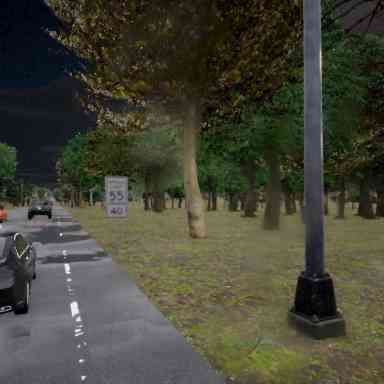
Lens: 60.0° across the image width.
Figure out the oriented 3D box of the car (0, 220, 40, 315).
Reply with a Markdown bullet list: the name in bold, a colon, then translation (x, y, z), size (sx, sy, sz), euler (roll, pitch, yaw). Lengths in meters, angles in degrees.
- **car**: translation (-4.534, 1.602, 7.347), size (1.837, 1.490, 4.892), euler (0, -1, -22)

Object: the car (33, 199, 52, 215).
- **car**: translation (-20.112, 1.921, 44.997), size (2.150, 2.045, 5.566), euler (0, -1, -22)

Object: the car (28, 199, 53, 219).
- **car**: translation (-15.952, 1.742, 35.056), size (2.150, 2.045, 5.566), euler (0, -1, -22)

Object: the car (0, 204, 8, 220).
- **car**: translation (-17.160, 1.807, 28.488), size (2.097, 1.767, 4.553), euler (0, -1, -22)
